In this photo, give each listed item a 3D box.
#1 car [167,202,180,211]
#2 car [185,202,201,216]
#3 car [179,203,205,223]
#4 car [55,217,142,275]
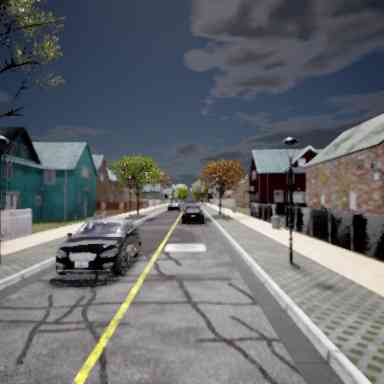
[{"bbox_3d":[-2.820,2.330,52.383,1.994,1.385,4.181,0,-1,0],"label":"car"},{"bbox_3d":[0.095,2.090,40.955,1.837,1.490,4.892,0,0,0],"label":"car"},{"bbox_3d":[0.099,1.972,29.535,1.994,1.385,4.181,0,-1,0],"label":"car"},{"bbox_3d":[-2.848,1.637,11.028,2.128,1.511,4.902,0,-1,0],"label":"car"}]
